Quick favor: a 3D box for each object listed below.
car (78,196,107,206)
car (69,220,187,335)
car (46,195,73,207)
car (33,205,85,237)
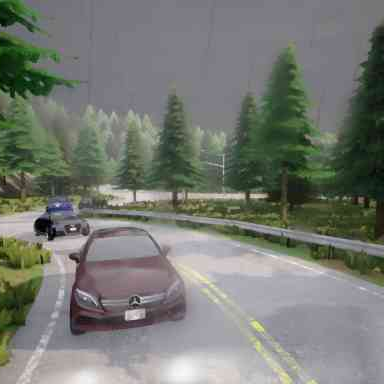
[{"bbox_3d":[-12.642,1.287,42.797,2.097,1.767,4.553,2,2,13],"label":"car"},{"bbox_3d":[-1.509,1.522,7.034,1.812,1.442,4.674,-2,0,-17],"label":"car"},{"bbox_3d":[-12.804,1.325,32.214,2.150,2.045,5.566,-1,0,-18],"label":"car"},{"bbox_3d":[-7.022,1.664,17.742,1.994,1.385,4.181,-4,2,-38],"label":"car"}]
